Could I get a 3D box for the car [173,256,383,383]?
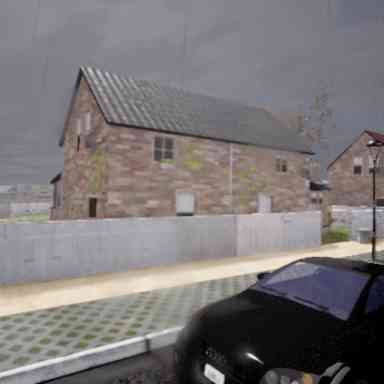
[{"bbox_3d":[1.854,1.611,4.350,4.181,1.385,1.994,1,0,-35],"label":"car"}]
